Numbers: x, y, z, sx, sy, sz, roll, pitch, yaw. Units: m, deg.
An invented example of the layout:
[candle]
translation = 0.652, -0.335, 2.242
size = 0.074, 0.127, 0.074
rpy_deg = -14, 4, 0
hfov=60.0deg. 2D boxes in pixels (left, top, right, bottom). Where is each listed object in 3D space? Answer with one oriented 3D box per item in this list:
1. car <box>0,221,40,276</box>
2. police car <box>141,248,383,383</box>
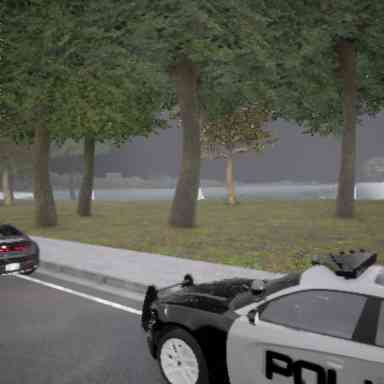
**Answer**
[car]
translation = -6.269, 1.585, 9.578
size = 4.892, 1.490, 1.837
rpy_deg = 0, -1, 37
[police car]
translation = 1.598, 1.474, 3.584
size = 5.238, 1.638, 1.930
rpy_deg = 0, -1, 37
